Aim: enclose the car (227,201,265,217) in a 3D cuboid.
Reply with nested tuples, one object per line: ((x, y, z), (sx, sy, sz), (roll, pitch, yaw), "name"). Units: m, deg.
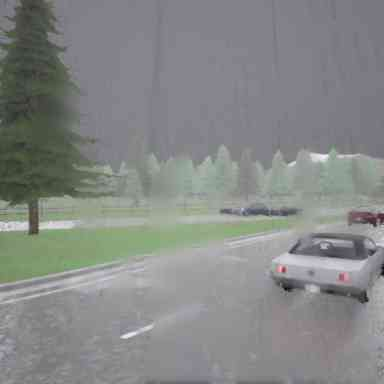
((6.734, 1.944, 38.318), (4.553, 1.767, 2.097), (0, -1, -32), "car")

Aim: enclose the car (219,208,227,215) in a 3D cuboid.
((5.753, 2.266, 41.778), (4.718, 1.301, 1.895), (0, -1, -32), "car")

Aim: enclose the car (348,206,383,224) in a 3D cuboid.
((13.418, 1.757, 25.081), (1.882, 1.535, 5.008), (-2, -2, 44), "car")

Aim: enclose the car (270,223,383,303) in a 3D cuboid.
((3.818, 1.711, 8.617), (1.895, 1.301, 4.718), (-1, -1, 37), "car")

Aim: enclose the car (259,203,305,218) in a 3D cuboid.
((10.030, 2.116, 36.210), (4.718, 1.301, 1.895), (0, -1, -32), "car")
